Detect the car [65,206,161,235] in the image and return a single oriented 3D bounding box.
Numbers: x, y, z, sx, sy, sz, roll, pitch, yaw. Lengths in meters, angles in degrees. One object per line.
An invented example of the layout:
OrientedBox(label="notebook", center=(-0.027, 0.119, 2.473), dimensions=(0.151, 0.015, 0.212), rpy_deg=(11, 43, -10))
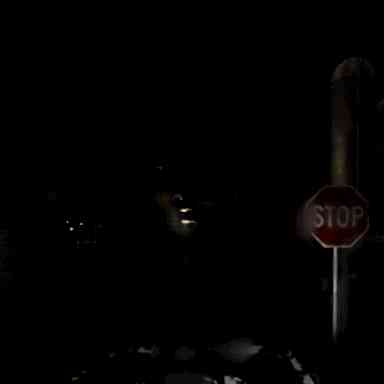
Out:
OrientedBox(label="car", center=(-4.240, 1.529, 18.742), dimensions=(2.033, 1.411, 5.357), rpy_deg=(1, 0, 43))

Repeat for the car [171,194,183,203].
OrientedBox(label="car", center=(-2.773, 1.163, 63.311), dimensions=(2.097, 1.767, 4.553), rpy_deg=(0, 0, 0))
